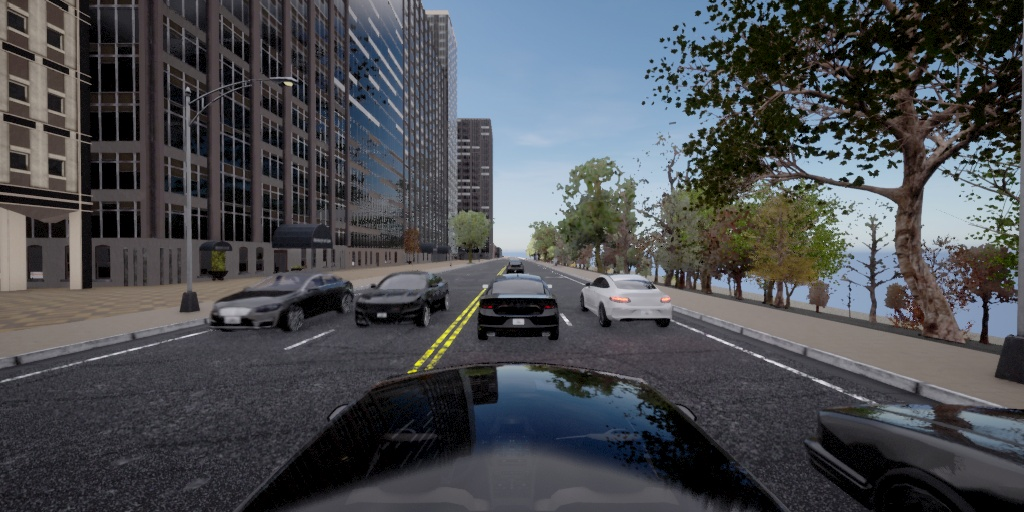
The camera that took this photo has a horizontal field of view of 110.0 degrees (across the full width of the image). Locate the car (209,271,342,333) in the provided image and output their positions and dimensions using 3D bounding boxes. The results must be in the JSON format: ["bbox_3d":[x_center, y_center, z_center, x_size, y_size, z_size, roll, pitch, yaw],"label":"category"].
[{"bbox_3d":[-6.541,1.240,10.860,2.128,1.511,4.902,0,0,0],"label":"car"}]

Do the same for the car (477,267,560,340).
[{"bbox_3d":[0.155,1.227,9.979,1.882,1.535,5.008,0,0,0],"label":"car"}]

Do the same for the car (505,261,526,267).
[{"bbox_3d":[0.337,1.251,37.324,1.837,1.490,4.892,0,0,0],"label":"car"}]

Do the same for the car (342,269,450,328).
[{"bbox_3d":[-3.285,1.226,11.591,1.882,1.535,5.008,0,0,0],"label":"car"}]

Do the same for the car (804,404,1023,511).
[{"bbox_3d":[3.341,1.298,0.462,2.033,1.411,5.357,0,0,0],"label":"car"}]

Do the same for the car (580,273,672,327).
[{"bbox_3d":[3.412,1.274,11.360,1.812,1.442,4.674,0,0,0],"label":"car"}]
